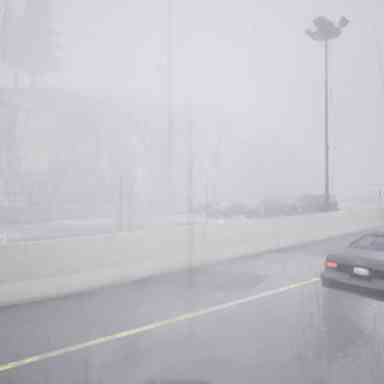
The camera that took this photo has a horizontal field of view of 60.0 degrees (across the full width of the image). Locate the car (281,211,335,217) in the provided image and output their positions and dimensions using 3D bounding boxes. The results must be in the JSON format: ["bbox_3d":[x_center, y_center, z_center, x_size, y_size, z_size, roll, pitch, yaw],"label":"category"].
[{"bbox_3d":[9.035,1.171,25.134,5.566,2.045,2.150,0,0,-43],"label":"car"}]

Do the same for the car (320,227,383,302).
[{"bbox_3d":[5.129,1.522,7.768,5.357,1.411,2.033,0,0,-38],"label":"car"}]
